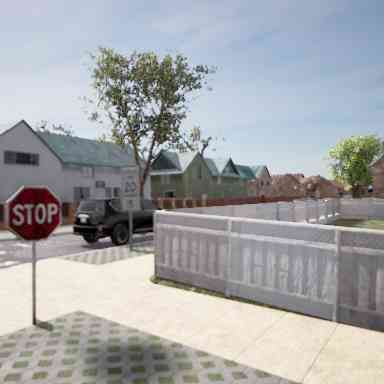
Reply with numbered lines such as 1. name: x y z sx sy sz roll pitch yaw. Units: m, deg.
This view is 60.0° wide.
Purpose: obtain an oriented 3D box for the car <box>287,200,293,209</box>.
1. car: 14.763 1.709 46.342 2.128 1.511 4.902 -1 -1 35

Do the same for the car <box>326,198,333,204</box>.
1. car: 20.232 1.673 49.437 1.882 1.535 5.008 -1 -1 35

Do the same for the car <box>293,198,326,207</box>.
1. car: 14.498 1.508 41.023 2.097 1.767 4.553 -1 -1 35

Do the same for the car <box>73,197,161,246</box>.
1. car: -2.917 1.254 15.818 2.150 2.045 5.566 -1 -1 35
